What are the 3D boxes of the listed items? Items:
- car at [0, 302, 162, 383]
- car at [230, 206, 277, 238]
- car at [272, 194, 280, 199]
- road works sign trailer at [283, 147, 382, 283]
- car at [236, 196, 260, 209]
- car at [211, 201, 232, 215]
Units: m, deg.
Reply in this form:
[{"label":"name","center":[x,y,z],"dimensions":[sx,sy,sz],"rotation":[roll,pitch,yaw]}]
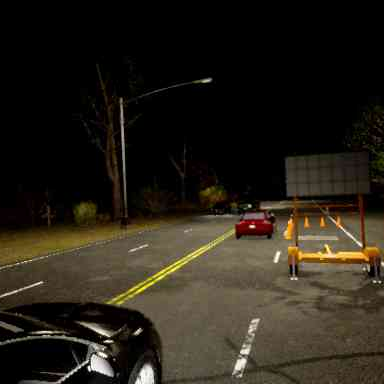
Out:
[{"label":"car","center":[-1.759,1.511,1.958],"dimensions":[1.837,1.490,4.892],"rotation":[0,0,18]},{"label":"car","center":[3.729,1.759,19.044],"dimensions":[1.994,1.385,4.181],"rotation":[-3,-1,18]},{"label":"car","center":[19.721,1.268,77.936],"dimensions":[1.812,1.442,4.674],"rotation":[-3,-1,19]},{"label":"road works sign trailer","center":[4.065,0.537,9.998],"dimensions":[2.380,3.560,2.880],"rotation":[-3,-1,18]},{"label":"car","center":[6.745,1.516,39.419],"dimensions":[2.150,2.045,5.566],"rotation":[-3,-1,18]},{"label":"car","center":[3.644,1.942,40.337],"dimensions":[1.837,1.490,4.892],"rotation":[-3,-1,18]}]
